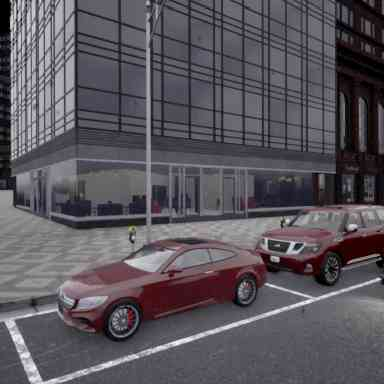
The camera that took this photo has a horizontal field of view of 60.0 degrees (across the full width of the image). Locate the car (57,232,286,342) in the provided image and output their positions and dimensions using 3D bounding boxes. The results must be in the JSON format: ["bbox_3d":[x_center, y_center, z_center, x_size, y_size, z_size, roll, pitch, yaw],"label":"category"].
[{"bbox_3d":[-0.348,1.581,6.411,4.206,1.307,1.802,0,0,-36],"label":"car"}]

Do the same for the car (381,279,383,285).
[{"bbox_3d":[6.688,1.547,8.046,5.357,1.411,2.033,0,0,-36],"label":"car"}]

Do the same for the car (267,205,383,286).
[{"bbox_3d":[4.064,1.314,9.570,5.009,1.841,2.192,0,0,-36],"label":"car"}]
